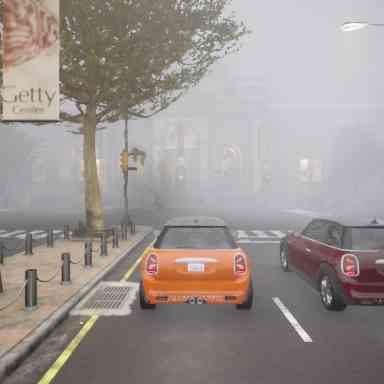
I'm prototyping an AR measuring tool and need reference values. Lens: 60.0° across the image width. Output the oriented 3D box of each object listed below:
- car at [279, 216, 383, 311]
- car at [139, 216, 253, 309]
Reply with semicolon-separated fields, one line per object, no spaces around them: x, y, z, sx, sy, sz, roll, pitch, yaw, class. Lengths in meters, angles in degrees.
3.584;1.352;7.907;2.097;1.767;4.553;0;0;0;car
0.084;1.352;8.003;2.097;1.767;4.553;0;0;0;car
